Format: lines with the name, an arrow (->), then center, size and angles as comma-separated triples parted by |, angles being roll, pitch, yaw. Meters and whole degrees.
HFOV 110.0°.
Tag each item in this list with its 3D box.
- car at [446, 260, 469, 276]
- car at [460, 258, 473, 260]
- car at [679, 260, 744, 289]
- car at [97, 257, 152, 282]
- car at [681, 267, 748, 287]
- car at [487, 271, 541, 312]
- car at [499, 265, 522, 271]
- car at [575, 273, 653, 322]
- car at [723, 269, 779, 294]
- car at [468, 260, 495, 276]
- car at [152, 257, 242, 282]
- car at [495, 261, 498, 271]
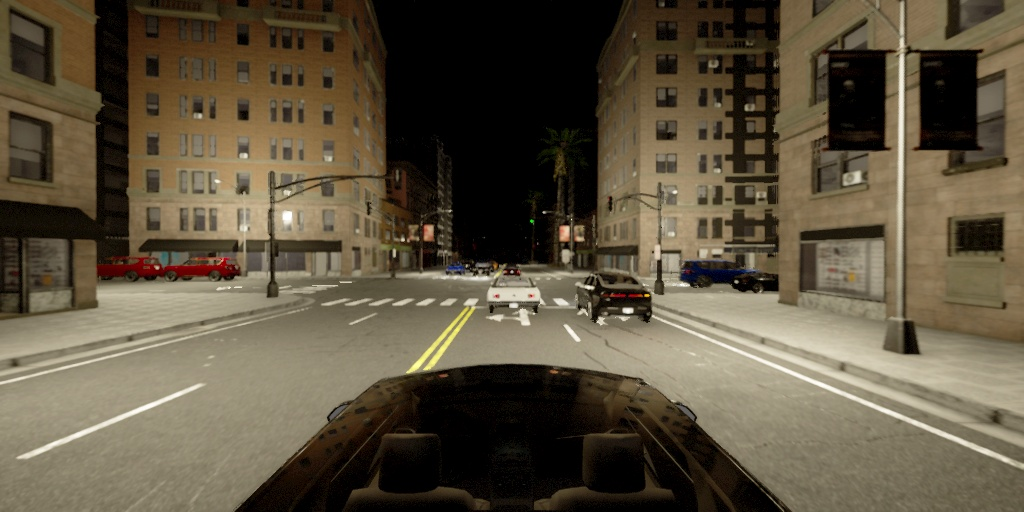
car -> -6.725, 1.589, 43.187 | 1.812, 1.442, 4.674 | 0, 0, 1
car -> -6.736, 1.356, 52.897 | 2.150, 2.045, 5.566 | 0, 0, 0
car -> 15.045, 1.302, 25.729 | 5.566, 2.045, 2.150 | 0, 0, 7
car -> -29.424, 0.989, 26.985 | 5.009, 1.841, 2.192 | 0, 0, -9
car -> 15.969, 1.630, 28.421 | 4.181, 1.385, 1.994 | 0, 0, 0
car -> 0.059, 1.448, 14.703 | 1.895, 1.301, 4.718 | 0, 0, 0
car -> -0.008, 1.556, 35.910 | 2.033, 1.411, 5.357 | 0, 0, 0
car -> 3.433, 1.337, 12.720 | 1.837, 1.490, 4.892 | 0, -1, 2
car -> 16.140, 1.673, 22.467 | 4.313, 1.339, 1.948 | 0, 0, 0
car -> -3.480, 1.545, 41.889 | 2.128, 1.511, 4.902 | 0, 0, 0
car -> -23.981, 1.038, 27.826 | 5.009, 1.841, 2.192 | 0, 0, -9
car -> -3.488, 1.673, 51.632 | 2.033, 1.411, 5.357 | 0, 0, 0
